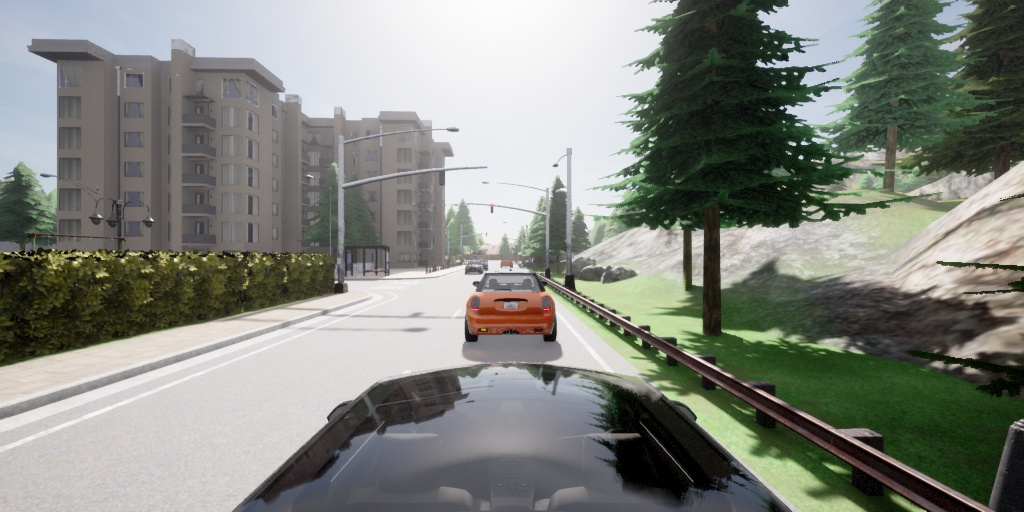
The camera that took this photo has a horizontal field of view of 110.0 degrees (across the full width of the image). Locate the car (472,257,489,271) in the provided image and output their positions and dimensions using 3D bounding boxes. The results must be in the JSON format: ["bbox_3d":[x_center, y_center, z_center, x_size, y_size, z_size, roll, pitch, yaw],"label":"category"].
[{"bbox_3d":[-4.430,1.102,50.647,2.097,1.767,4.553,0,0,-2],"label":"car"}]

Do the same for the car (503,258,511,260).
[{"bbox_3d":[-0.904,1.102,61.205,2.097,1.767,4.553,0,0,-1],"label":"car"}]

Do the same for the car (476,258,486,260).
[{"bbox_3d":[-4.250,1.255,40.735,1.837,1.490,4.892,0,0,-1],"label":"car"}]

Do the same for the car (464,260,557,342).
[{"bbox_3d":[-0.049,1.102,9.948,2.097,1.767,4.553,0,0,-1],"label":"car"}]
